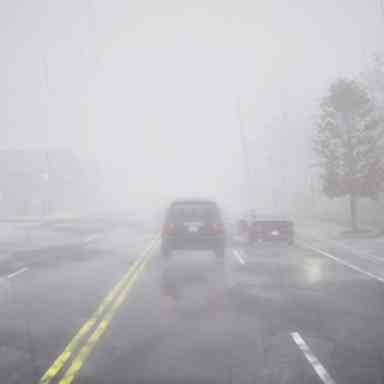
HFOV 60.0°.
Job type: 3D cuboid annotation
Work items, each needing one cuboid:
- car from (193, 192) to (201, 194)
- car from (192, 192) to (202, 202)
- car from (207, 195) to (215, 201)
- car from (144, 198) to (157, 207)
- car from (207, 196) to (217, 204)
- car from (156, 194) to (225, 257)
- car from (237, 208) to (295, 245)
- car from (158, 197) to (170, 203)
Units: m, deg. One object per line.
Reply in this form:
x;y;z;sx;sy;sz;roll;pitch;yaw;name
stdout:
0.688;1.376;65.241;2.097;1.767;4.553;0;0;3;car
1.135;1.097;76.727;2.150;2.045;5.566;0;0;3;car
4.382;1.463;76.569;1.895;1.301;4.718;0;0;3;car
-6.299;1.595;53.005;1.994;1.385;4.181;0;0;2;car
3.961;1.547;65.692;1.812;1.442;4.674;0;0;3;car
0.059;1.235;13.065;2.150;2.045;5.566;0;0;0;car
3.322;1.490;15.707;1.882;1.535;5.008;0;0;0;car
-5.749;1.615;68.377;1.895;1.301;4.718;0;0;2;car
